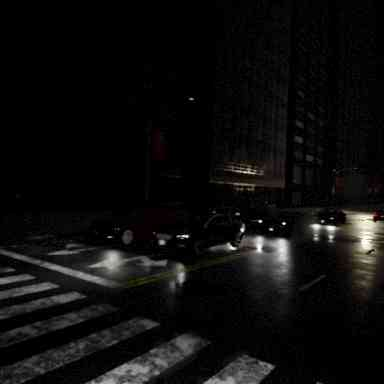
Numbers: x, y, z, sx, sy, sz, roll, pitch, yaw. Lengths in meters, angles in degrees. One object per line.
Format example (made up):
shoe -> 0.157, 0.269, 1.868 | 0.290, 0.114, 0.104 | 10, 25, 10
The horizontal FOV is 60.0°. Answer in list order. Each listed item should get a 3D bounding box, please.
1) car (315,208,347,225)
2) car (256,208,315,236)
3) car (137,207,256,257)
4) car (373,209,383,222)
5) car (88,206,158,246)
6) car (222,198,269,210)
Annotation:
car -> 12.581, 2.158, 30.113 | 2.033, 1.411, 5.357 | 2, 0, 36
car -> 5.868, 1.899, 20.906 | 1.895, 1.301, 4.718 | 2, 0, 36
car -> 0.406, 1.536, 13.425 | 2.128, 1.511, 4.902 | 2, 0, 36
car -> 20.389, 2.512, 35.077 | 2.033, 1.411, 5.357 | 2, 0, 37
car -> -2.326, 1.403, 15.185 | 1.882, 1.535, 5.008 | 2, 0, 36
car -> 3.536, 1.419, 23.206 | 2.150, 2.045, 5.566 | 2, 0, 36
